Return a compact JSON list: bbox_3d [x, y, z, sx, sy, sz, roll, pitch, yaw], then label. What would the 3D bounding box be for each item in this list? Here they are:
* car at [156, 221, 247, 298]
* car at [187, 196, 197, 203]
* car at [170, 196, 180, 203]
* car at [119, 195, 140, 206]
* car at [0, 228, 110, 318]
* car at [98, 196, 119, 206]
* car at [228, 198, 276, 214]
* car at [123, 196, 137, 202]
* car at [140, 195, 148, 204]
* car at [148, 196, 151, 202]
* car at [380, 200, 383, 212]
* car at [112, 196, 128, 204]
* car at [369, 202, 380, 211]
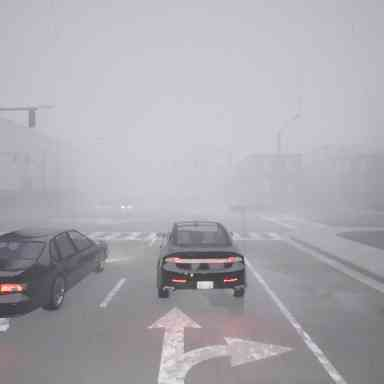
[{"bbox_3d":[0.114,1.492,8.517,2.128,1.511,4.902,0,0,-3],"label":"car"},{"bbox_3d":[0.091,1.477,68.647,1.882,1.535,5.008,0,0,0],"label":"car"},{"bbox_3d":[-3.421,1.525,68.124,1.812,1.442,4.674,0,0,0],"label":"car"},{"bbox_3d":[-10.582,1.491,56.094,2.128,1.511,4.902,0,0,0],"label":"car"},{"bbox_3d":[-3.432,1.547,7.712,2.033,1.411,5.357,0,0,0],"label":"car"},{"bbox_3d":[-14.084,1.601,55.291,1.895,1.301,4.718,0,0,0],"label":"car"},{"bbox_3d":[6.198,1.601,34.924,4.718,1.301,1.895,0,0,-6],"label":"car"},{"bbox_3d":[-14.009,1.540,75.583,2.033,1.411,5.357,0,0,0],"label":"car"},{"bbox_3d":[-10.542,1.352,65.061,2.097,1.767,4.553,0,0,0],"label":"car"},{"bbox_3d":[-10.509,1.525,75.248,2.128,1.511,4.902,0,0,0],"label":"car"},{"bbox_3d":[22.917,1.562,35.281,4.181,1.385,1.994,0,0,0],"label":"car"},{"bbox_3d":[-14.035,1.546,64.962,2.033,1.411,5.357,0,0,0],"label":"car"},{"bbox_3d":[23.308,1.504,38.780,4.892,1.490,1.837,0,0,0],"label":"car"}]
